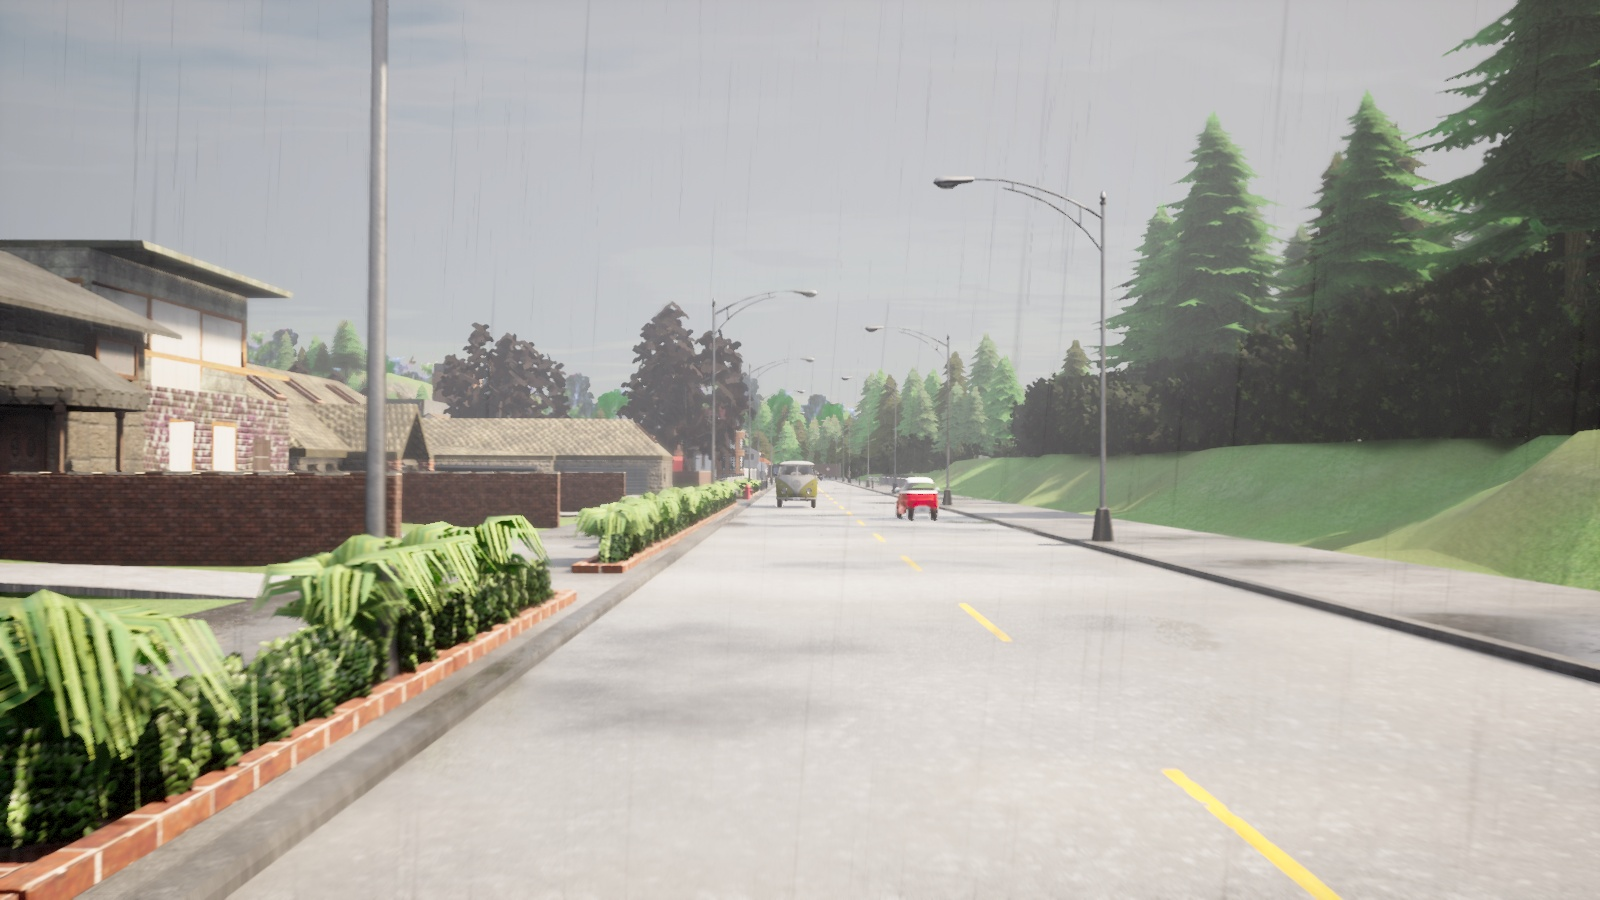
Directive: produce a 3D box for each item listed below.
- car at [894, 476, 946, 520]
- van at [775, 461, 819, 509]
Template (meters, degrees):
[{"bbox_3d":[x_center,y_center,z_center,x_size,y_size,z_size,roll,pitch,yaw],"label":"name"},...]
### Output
[{"bbox_3d":[3.900,1.543,41.156,1.481,1.376,2.207,0,-1,0],"label":"car"},{"bbox_3d":[-0.134,1.472,53.986,1.775,1.987,4.442,0,-1,0],"label":"van"}]
